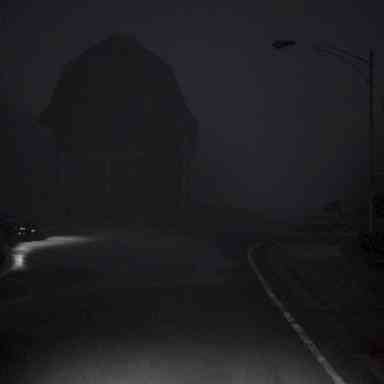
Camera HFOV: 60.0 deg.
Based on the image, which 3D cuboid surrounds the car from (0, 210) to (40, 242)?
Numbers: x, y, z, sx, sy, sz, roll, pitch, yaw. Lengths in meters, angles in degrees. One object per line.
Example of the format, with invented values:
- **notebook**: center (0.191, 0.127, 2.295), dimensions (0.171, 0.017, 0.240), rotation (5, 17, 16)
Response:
- **car**: center (-10.033, 1.604, 16.576), dimensions (4.892, 1.490, 1.837), rotation (1, -1, 11)

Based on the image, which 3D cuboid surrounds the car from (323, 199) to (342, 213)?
- **car**: center (16.811, 1.630, 39.844), dimensions (2.128, 1.511, 4.902), rotation (0, 0, 26)
